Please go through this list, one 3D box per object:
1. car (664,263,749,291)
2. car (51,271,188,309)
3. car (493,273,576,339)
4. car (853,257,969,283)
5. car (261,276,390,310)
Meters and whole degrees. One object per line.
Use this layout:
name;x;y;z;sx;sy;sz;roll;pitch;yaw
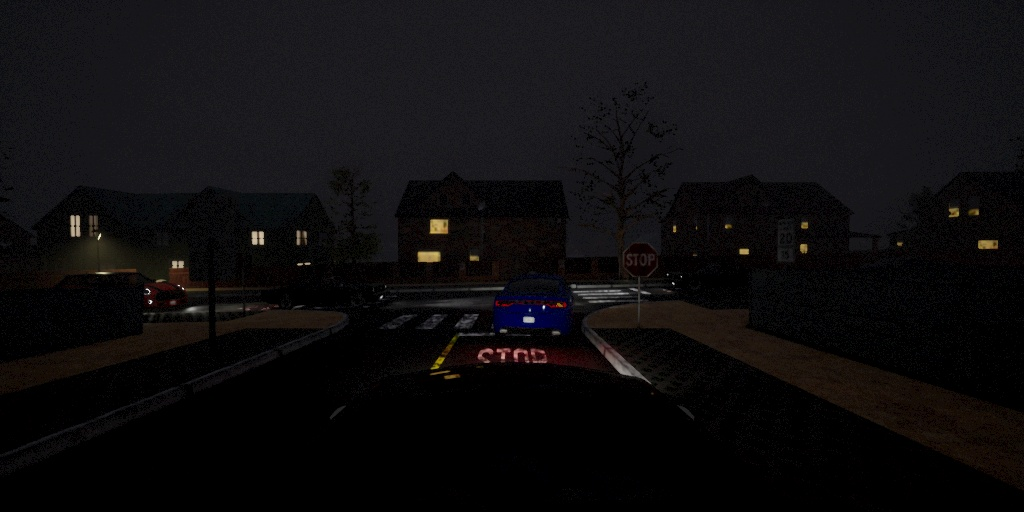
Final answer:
car;10.408;1.033;18.319;4.718;1.301;1.895;-1;1;-1
car;-16.801;1.470;15.379;4.553;1.767;2.097;-1;1;0
car;0.785;1.226;10.182;1.882;1.535;5.008;0;0;10
car;20.053;0.752;18.357;5.357;1.411;2.033;-1;1;0
car;-7.814;1.505;15.388;4.718;1.301;1.895;-1;1;0
